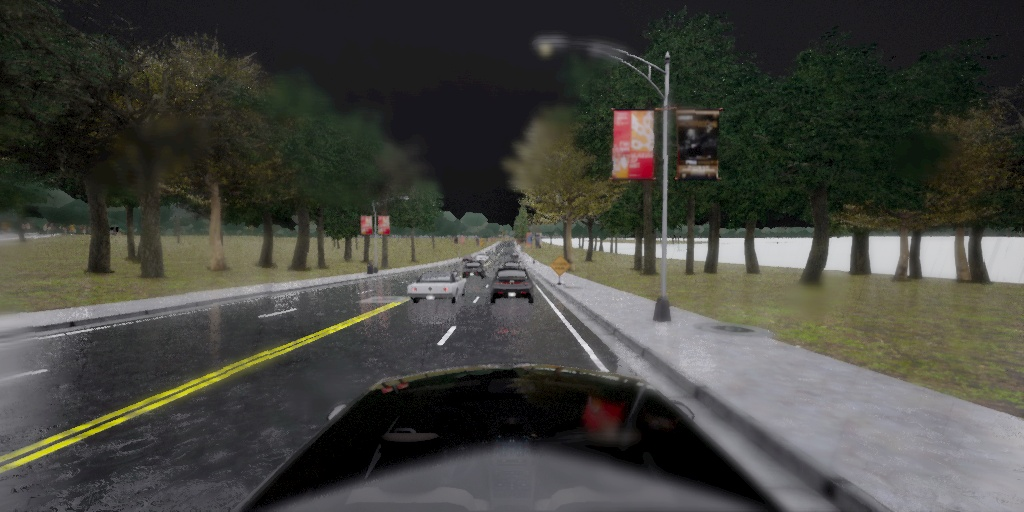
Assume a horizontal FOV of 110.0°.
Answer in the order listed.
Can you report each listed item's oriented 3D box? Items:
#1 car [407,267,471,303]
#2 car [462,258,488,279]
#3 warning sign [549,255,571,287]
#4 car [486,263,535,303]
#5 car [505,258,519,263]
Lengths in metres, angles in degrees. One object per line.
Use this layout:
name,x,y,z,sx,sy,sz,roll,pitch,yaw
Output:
car,-3.250,1.363,16.543,1.895,1.301,4.718,0,0,0
car,-3.249,1.225,31.519,1.837,1.490,4.892,0,0,0
warning sign,2.851,0.858,21.646,1.300,1.860,1.060,0,0,0
car,0.001,1.263,16.511,1.837,1.490,4.892,0,0,0
car,0.001,1.225,31.519,1.837,1.490,4.892,0,0,0
